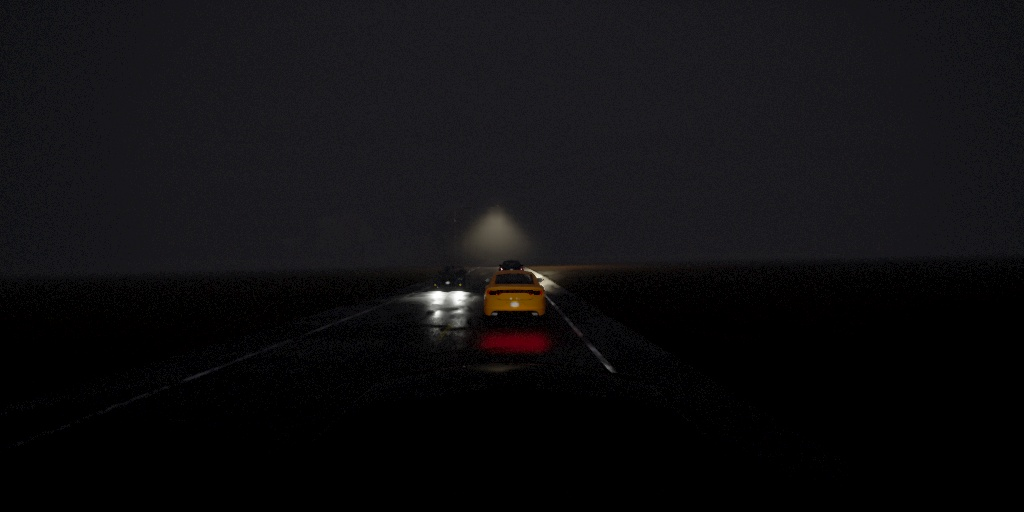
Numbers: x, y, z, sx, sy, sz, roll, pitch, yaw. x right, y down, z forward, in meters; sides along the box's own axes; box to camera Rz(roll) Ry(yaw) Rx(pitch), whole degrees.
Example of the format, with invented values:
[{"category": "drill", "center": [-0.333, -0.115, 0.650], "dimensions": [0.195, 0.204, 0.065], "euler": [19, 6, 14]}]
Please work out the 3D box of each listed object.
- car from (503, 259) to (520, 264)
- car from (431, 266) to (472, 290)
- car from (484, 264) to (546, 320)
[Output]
[{"category": "car", "center": [-0.056, 1.119, 30.754], "dimensions": [2.097, 1.767, 4.553], "euler": [0, 0, -1]}, {"category": "car", "center": [-3.637, 1.325, 22.271], "dimensions": [1.994, 1.385, 4.181], "euler": [0, 0, 0]}, {"category": "car", "center": [0.073, 1.231, 12.678], "dimensions": [1.882, 1.535, 5.008], "euler": [0, 0, 0]}]
